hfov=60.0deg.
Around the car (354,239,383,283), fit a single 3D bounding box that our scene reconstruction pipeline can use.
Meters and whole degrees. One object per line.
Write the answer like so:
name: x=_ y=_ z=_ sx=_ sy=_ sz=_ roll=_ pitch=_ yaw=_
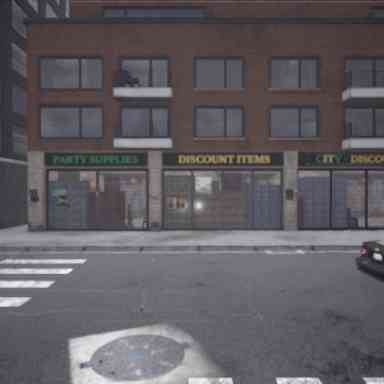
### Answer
car: x=6.385 y=1.389 z=6.966 sx=5.357 sy=1.411 sz=2.033 roll=0 pitch=1 yaw=0
